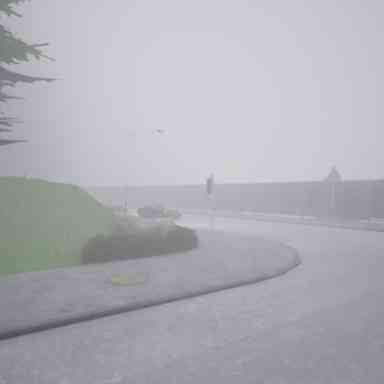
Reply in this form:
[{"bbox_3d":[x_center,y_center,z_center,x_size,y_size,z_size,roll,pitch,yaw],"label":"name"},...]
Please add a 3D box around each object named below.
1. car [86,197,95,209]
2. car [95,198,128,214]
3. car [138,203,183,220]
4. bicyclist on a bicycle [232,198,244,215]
[{"bbox_3d":[-13.942,1.581,50.480,1.812,1.442,4.674,0,0,-38],"label":"car"},{"bbox_3d":[-8.579,1.569,36.155,1.812,1.442,4.674,0,0,-35],"label":"car"},{"bbox_3d":[-2.735,1.643,27.953,1.895,1.301,4.718,0,0,-36],"label":"car"},{"bbox_3d":[4.488,1.417,32.290,1.656,1.620,0.582,0,0,-36],"label":"bicyclist on a bicycle"}]
